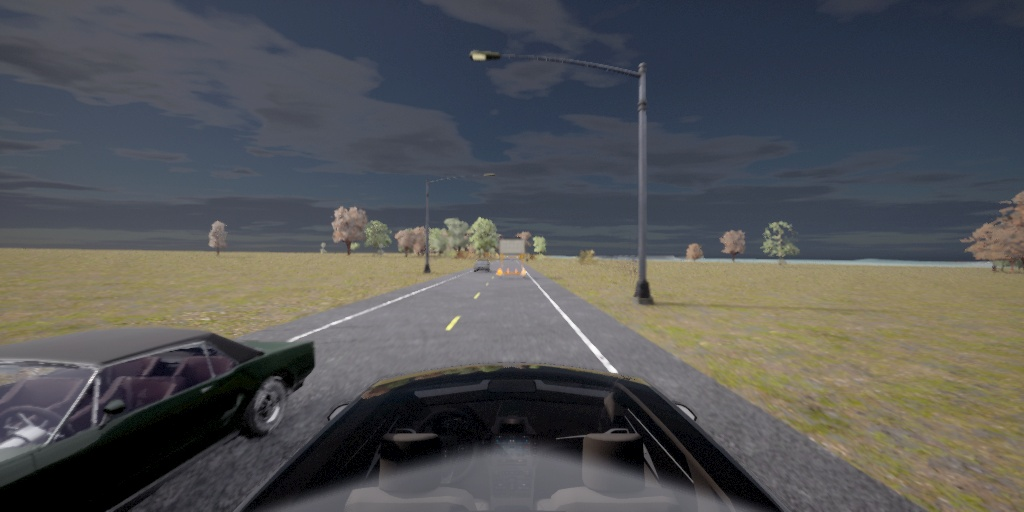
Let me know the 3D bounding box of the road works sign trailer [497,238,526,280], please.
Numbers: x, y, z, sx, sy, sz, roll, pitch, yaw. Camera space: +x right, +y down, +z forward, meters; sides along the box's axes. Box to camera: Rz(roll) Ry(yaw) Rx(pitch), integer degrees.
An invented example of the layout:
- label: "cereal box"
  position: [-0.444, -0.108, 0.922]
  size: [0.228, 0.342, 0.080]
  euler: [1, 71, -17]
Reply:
- label: "road works sign trailer"
  position: [0.004, 0.199, 31.442]
  size: [2.380, 3.560, 2.880]
  euler: [0, 0, 0]

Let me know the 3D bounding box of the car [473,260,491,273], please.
- label: "car"
  position: [-3.565, 1.233, 43.362]
  size: [1.837, 1.490, 4.892]
  euler: [0, 0, 0]

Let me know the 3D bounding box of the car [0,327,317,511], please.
- label: "car"
  position: [-3.599, 1.350, 2.658]
  size: [1.895, 1.301, 4.718]
  euler: [0, 0, 0]
